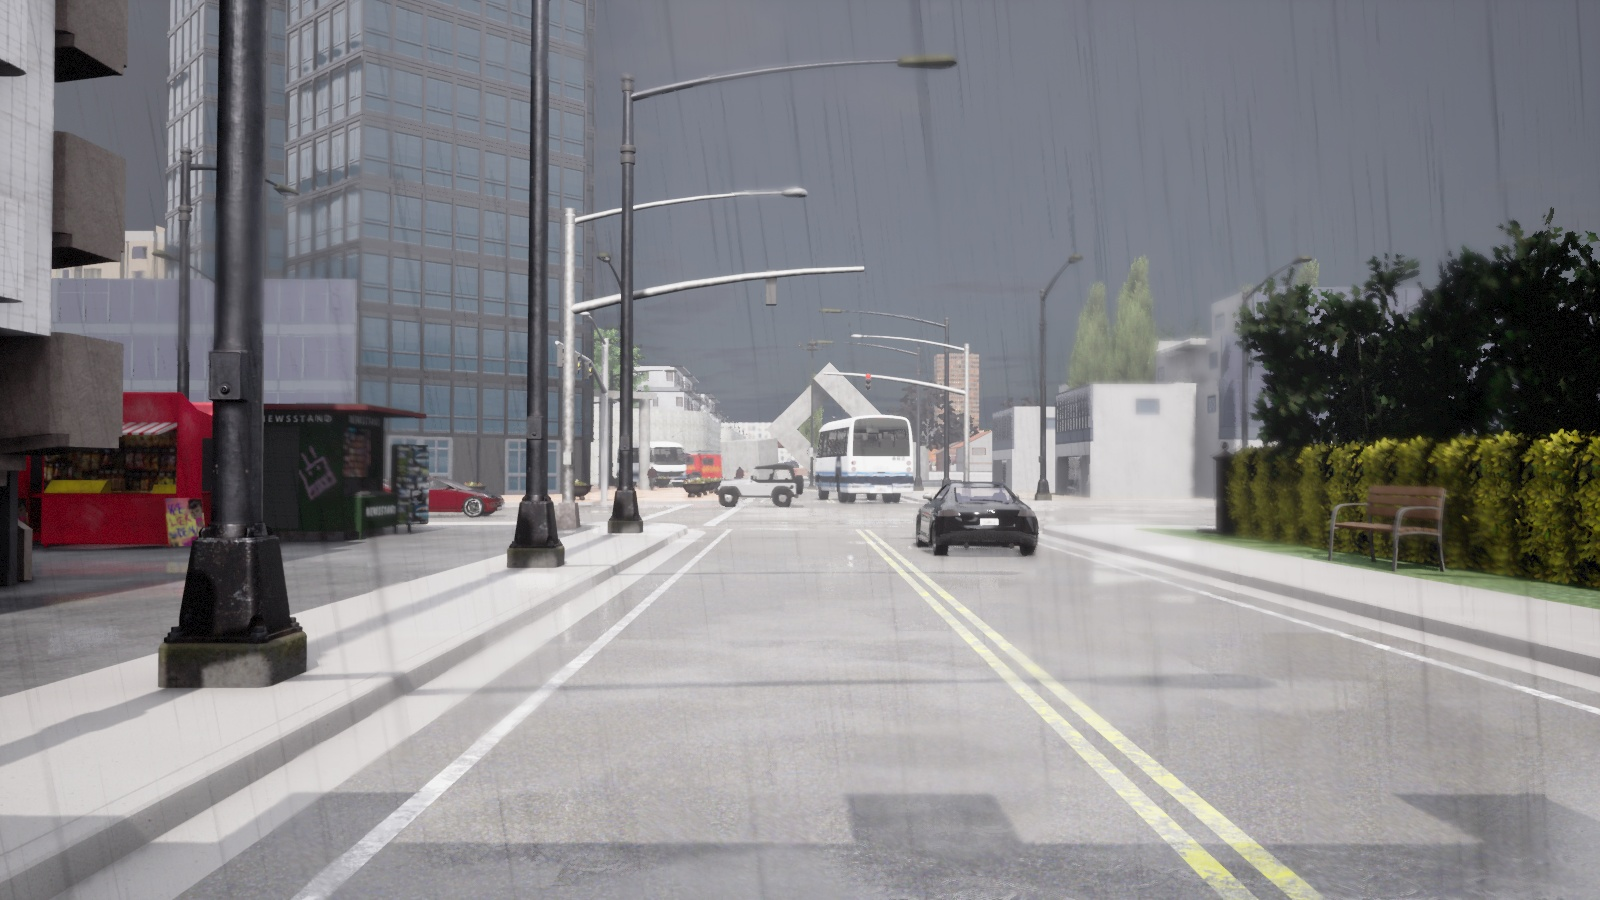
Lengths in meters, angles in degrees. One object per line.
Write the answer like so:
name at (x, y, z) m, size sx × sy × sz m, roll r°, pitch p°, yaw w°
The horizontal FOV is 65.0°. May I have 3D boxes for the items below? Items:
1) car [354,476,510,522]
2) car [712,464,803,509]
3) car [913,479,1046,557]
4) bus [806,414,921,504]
car at (-12.781, 1.706, 43.870) m, size 4.792 × 1.488 × 2.163 m, roll -1°, pitch -1°, yaw -1°
car at (-1.838, 1.559, 54.488) m, size 3.866 × 1.878 × 1.905 m, roll 0°, pitch -1°, yaw -1°
car at (3.437, 1.280, 24.800) m, size 1.994 × 1.385 × 4.181 m, roll 0°, pitch -1°, yaw 0°
bus at (3.052, 0.513, 64.891) m, size 3.944 × 4.253 × 10.273 m, roll 0°, pitch -1°, yaw -9°
